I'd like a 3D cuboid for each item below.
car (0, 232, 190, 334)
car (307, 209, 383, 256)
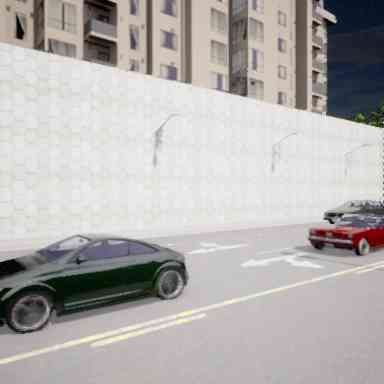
[{"bbox_3d":[-2.113,1.560,6.787,4.181,1.385,1.994,0,0,-36],"label":"car"},{"bbox_3d":[6.636,1.564,13.031,4.718,1.301,1.895,0,0,-35],"label":"car"}]
